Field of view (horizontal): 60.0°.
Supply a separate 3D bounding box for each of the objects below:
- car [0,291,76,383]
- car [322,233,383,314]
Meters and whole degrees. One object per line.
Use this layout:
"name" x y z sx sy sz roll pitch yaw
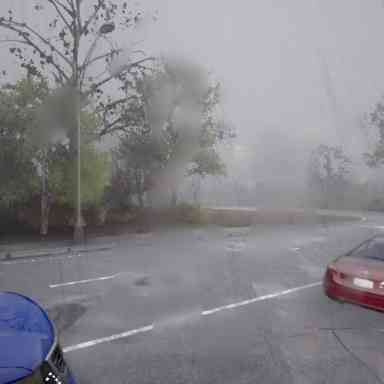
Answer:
"car" -3.360 1.221 1.322 5.566 2.045 2.150 0 0 -36
"car" 4.647 1.565 6.979 4.181 1.385 1.994 0 0 -35
